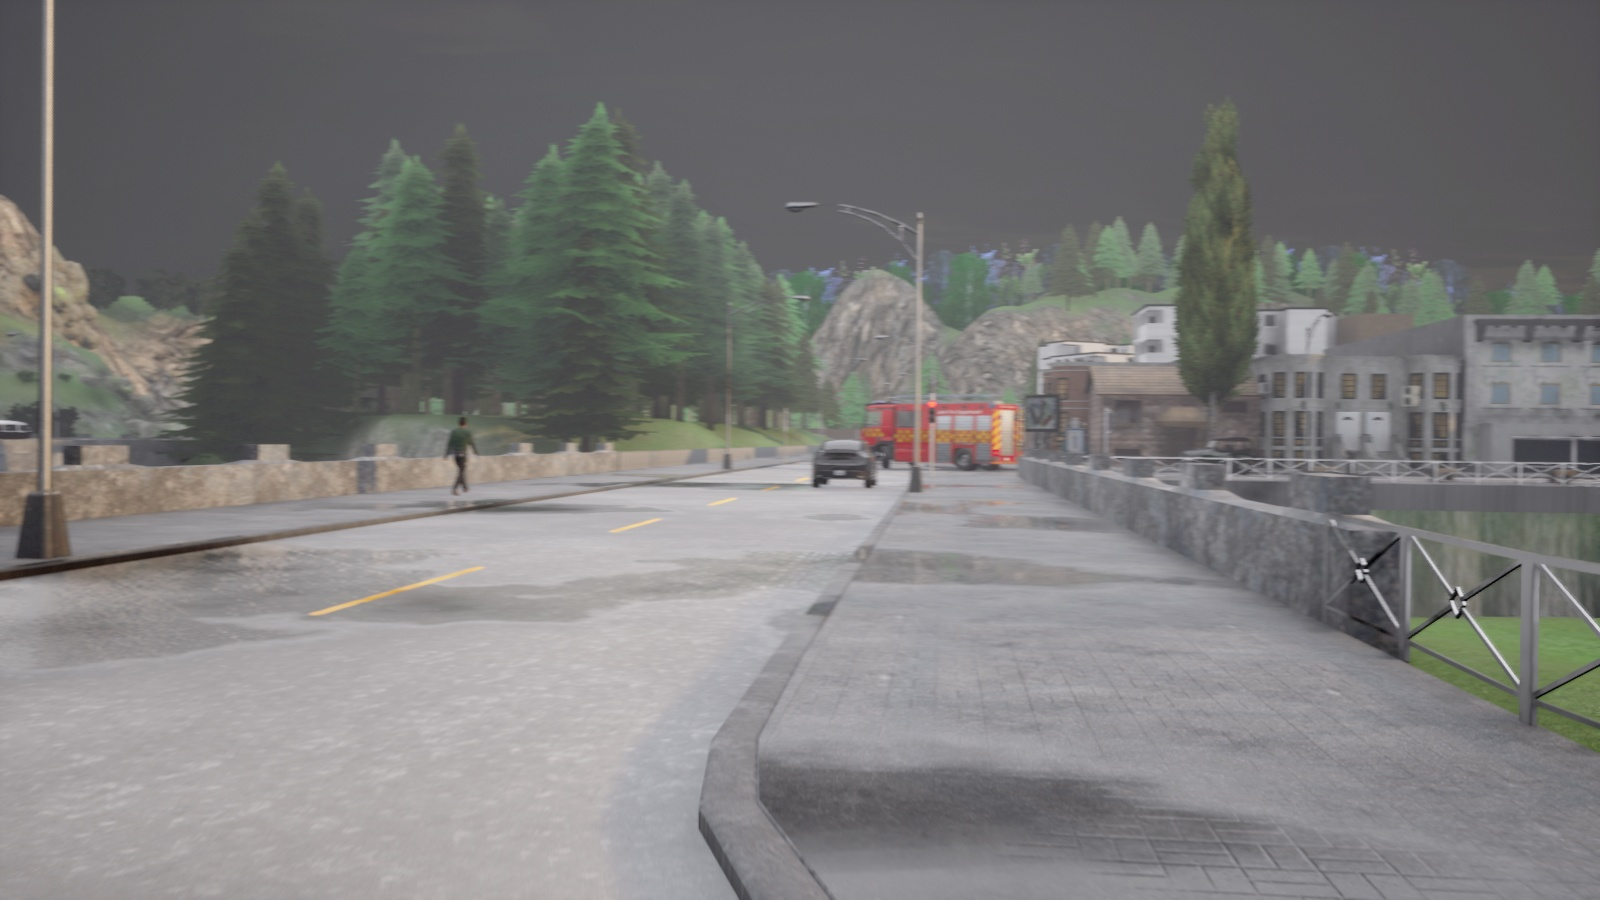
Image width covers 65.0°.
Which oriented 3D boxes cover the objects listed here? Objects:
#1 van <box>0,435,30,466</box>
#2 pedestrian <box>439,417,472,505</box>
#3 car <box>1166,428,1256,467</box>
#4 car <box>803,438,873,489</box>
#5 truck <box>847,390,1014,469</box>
[{"bbox_3d":[-52.108,0.030,80.773,2.069,2.038,4.480,0,1,6],"label":"van"},{"bbox_3d":[-7.766,0.238,28.315,0.423,1.949,0.788,0,1,7],"label":"pedestrian"},{"bbox_3d":[20.186,-0.117,61.787,3.866,1.878,1.905,0,1,6],"label":"car"},{"bbox_3d":[1.274,0.386,39.702,1.837,1.490,4.892,0,1,6],"label":"car"},{"bbox_3d":[6.623,-1.033,64.807,8.468,3.827,2.891,0,1,41],"label":"truck"}]
